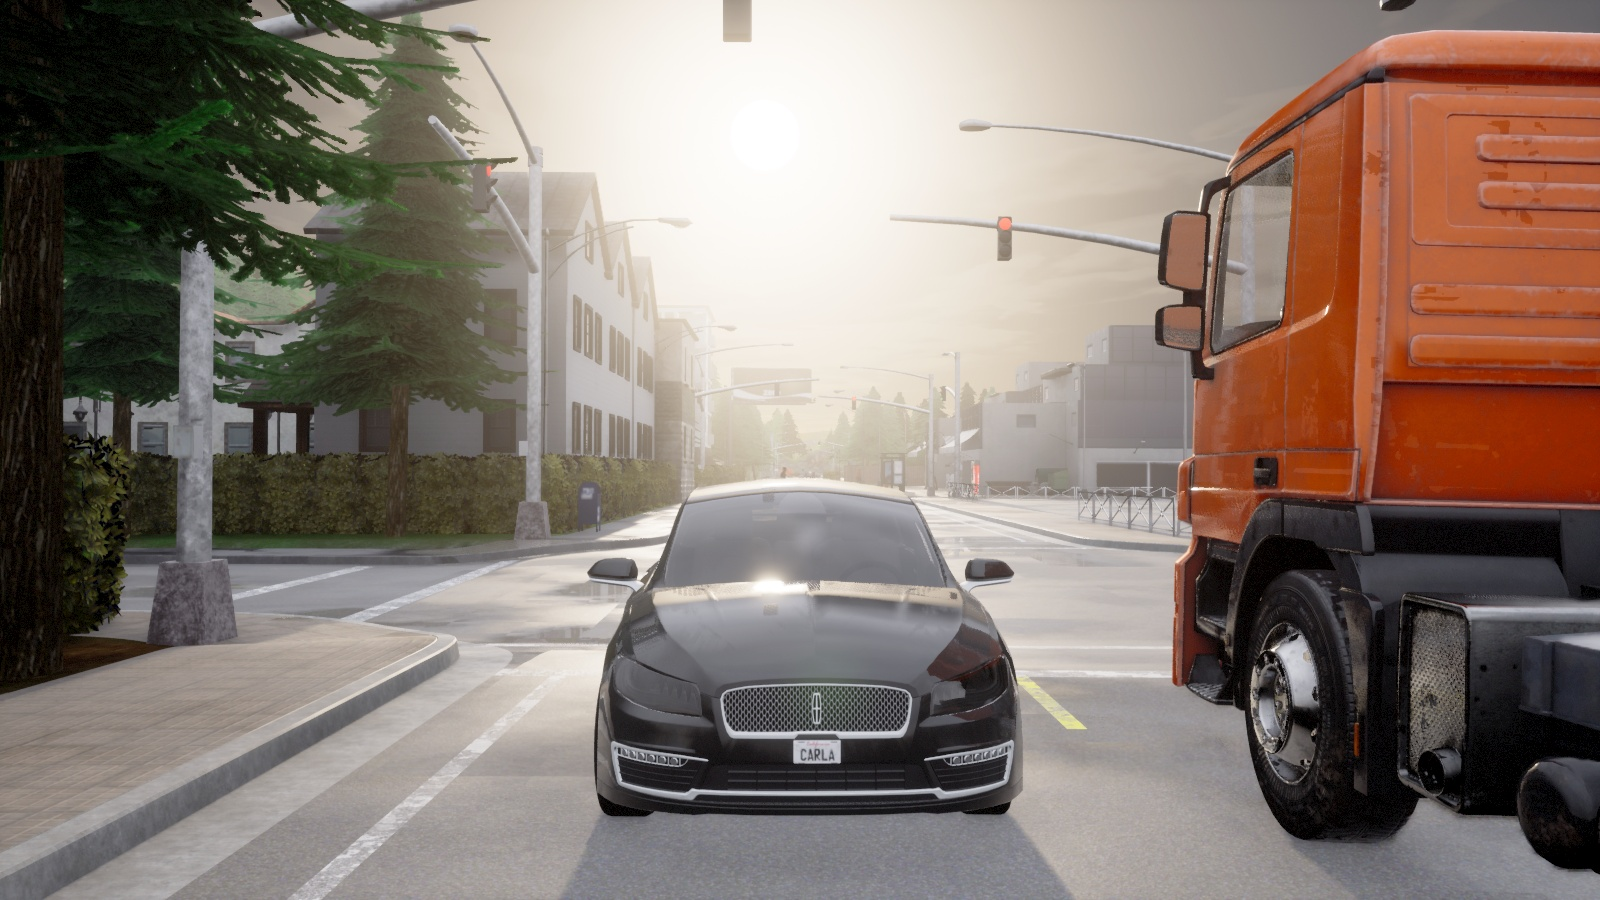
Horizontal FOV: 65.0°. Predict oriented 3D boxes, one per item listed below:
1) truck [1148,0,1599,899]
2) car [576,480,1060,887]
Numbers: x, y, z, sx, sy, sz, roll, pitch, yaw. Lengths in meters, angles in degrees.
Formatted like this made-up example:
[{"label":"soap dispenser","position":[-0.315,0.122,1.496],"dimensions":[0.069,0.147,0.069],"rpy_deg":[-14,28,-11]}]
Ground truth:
[{"label":"truck","position":[3.467,-0.063,3.129],"dimensions":[2.891,3.462,7.936],"rpy_deg":[1,0,0]},{"label":"car","position":[-0.006,0.941,7.222],"dimensions":[1.837,1.490,4.892],"rpy_deg":[0,-1,-2]}]
